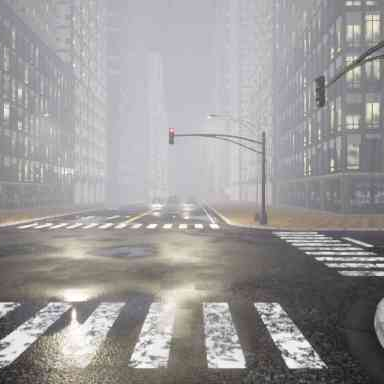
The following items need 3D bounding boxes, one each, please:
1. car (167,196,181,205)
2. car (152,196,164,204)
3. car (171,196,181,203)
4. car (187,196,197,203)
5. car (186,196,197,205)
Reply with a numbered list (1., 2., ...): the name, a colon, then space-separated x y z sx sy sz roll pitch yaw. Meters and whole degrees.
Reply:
1. car: -3.296 1.453 60.060 2.097 1.767 4.553 0 0 0
2. car: -6.550 1.608 64.255 2.128 1.511 4.902 0 0 0
3. car: -3.304 1.566 70.121 1.895 1.301 4.718 0 0 0
4. car: -0.054 1.541 70.510 1.994 1.385 4.181 0 0 0
5. car: -0.046 1.703 60.537 1.895 1.301 4.718 0 0 0
